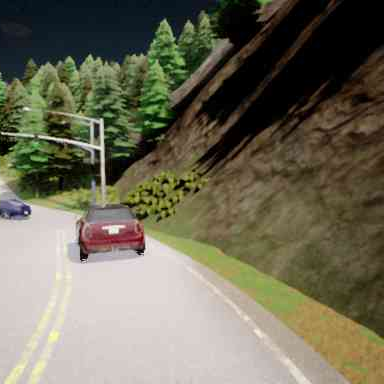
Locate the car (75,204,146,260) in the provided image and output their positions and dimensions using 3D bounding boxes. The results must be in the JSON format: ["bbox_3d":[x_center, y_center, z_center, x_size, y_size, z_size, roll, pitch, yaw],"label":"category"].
[{"bbox_3d":[-3.180,1.234,12.370,2.097,1.767,4.553,-2,1,-20],"label":"car"}]

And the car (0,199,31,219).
[{"bbox_3d":[-15.052,1.255,26.420,4.674,1.442,1.812,5,3,17],"label":"car"}]
